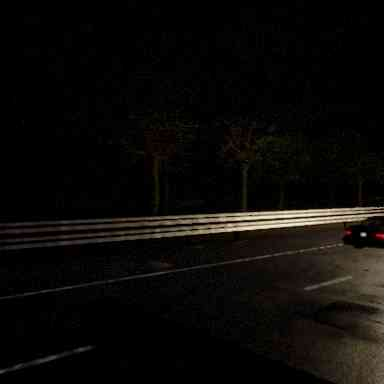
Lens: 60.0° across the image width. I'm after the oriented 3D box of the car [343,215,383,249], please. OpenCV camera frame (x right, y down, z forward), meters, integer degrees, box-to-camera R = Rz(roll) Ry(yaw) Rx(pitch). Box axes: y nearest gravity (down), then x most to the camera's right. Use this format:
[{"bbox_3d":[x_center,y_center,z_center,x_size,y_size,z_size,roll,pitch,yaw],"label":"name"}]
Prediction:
[{"bbox_3d":[8.656,1.711,14.319,5.357,1.411,2.033,0,-1,-36],"label":"car"}]
